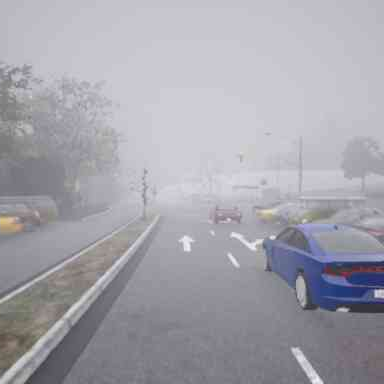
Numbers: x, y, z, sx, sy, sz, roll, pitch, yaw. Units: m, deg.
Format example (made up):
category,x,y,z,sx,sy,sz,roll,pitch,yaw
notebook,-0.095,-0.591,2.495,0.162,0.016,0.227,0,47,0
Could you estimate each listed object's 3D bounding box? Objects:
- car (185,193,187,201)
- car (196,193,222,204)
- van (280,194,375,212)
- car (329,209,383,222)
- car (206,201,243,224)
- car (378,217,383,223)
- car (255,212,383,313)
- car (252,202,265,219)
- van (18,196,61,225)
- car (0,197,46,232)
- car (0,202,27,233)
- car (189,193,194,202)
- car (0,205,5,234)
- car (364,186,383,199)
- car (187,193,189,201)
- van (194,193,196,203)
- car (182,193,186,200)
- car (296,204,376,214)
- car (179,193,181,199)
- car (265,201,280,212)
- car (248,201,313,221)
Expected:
category,x,y,z,sx,sy,sz,roll,pitch,yaw
car,1.832,1.581,79.762,5.366,1.575,1.946,0,0,-28
car,3.736,1.493,64.765,4.553,1.767,2.185,0,0,-28
van,7.304,1.232,17.987,4.442,1.987,1.878,1,0,-22
car,7.594,1.505,11.998,4.674,1.452,2.002,1,0,-22
car,2.400,1.578,24.795,1.895,1.301,4.718,0,0,-3
car,7.670,1.509,8.975,4.674,1.452,2.002,1,0,-21
car,2.991,1.469,7.770,1.882,1.535,5.008,0,0,-1
car,6.972,1.447,23.997,5.366,1.575,1.946,1,0,-23
van,-10.972,1.266,21.716,4.442,1.987,1.878,-1,0,-22
car,-10.912,1.369,18.722,4.553,1.767,2.185,-1,0,-22
car,-10.999,1.496,15.682,5.366,1.575,1.946,-1,0,-22
car,2.936,1.353,70.726,5.566,2.045,2.435,1,0,-28
car,-10.559,1.492,12.865,5.366,1.575,1.946,-1,0,-21
car,22.348,0.173,38.553,2.002,1.452,4.674,-7,4,-28
car,2.559,1.346,73.740,5.566,2.045,2.435,0,0,-28
van,3.271,1.385,67.706,4.442,1.987,1.878,0,0,-28
car,1.257,1.325,82.659,5.566,2.045,2.435,0,0,-28
car,7.519,1.463,15.016,4.892,1.521,2.231,1,0,-22
car,-0.561,1.434,94.504,4.553,1.767,2.185,1,0,-28
car,7.315,1.330,21.063,4.553,1.767,2.185,1,0,-23
car,7.167,1.485,27.051,4.792,1.488,2.163,1,0,-23
